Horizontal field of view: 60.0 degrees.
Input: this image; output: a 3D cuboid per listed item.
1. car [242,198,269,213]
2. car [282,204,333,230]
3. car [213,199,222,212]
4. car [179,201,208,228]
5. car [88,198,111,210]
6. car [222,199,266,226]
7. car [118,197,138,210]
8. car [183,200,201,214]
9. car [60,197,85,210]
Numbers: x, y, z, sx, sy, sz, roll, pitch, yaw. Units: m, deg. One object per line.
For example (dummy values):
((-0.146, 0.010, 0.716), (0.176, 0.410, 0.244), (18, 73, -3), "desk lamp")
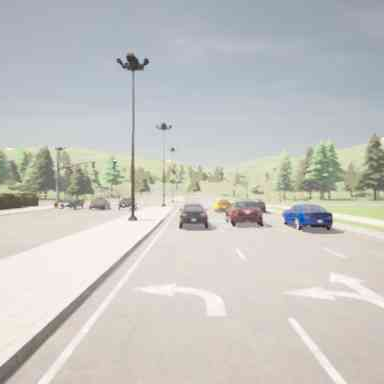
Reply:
((7.008, 1.500, 37.310), (2.128, 1.511, 4.902), (0, 0, 0), "car")
((7.091, 1.484, 20.923), (1.882, 1.535, 5.008), (0, 0, 0), "car")
((3.503, 1.487, 38.337), (1.882, 1.535, 5.008), (0, 0, 0), "car")
((0.088, 1.532, 22.199), (1.812, 1.442, 4.674), (0, -1, -1), "car")
((-11.621, 1.554, 42.263), (1.812, 1.442, 4.674), (0, 0, 0), "car")
((3.582, 1.360, 23.547), (2.097, 1.767, 4.553), (0, 0, 0), "car")
((-8.121, 1.426, 42.284), (1.837, 1.490, 4.892), (0, 0, 0), "car")
((0.011, 1.609, 36.920), (1.895, 1.301, 4.718), (0, 0, 0), "car")
((-15.120, 1.338, 42.242), (2.128, 1.511, 4.902), (0, 0, 0), "car")
